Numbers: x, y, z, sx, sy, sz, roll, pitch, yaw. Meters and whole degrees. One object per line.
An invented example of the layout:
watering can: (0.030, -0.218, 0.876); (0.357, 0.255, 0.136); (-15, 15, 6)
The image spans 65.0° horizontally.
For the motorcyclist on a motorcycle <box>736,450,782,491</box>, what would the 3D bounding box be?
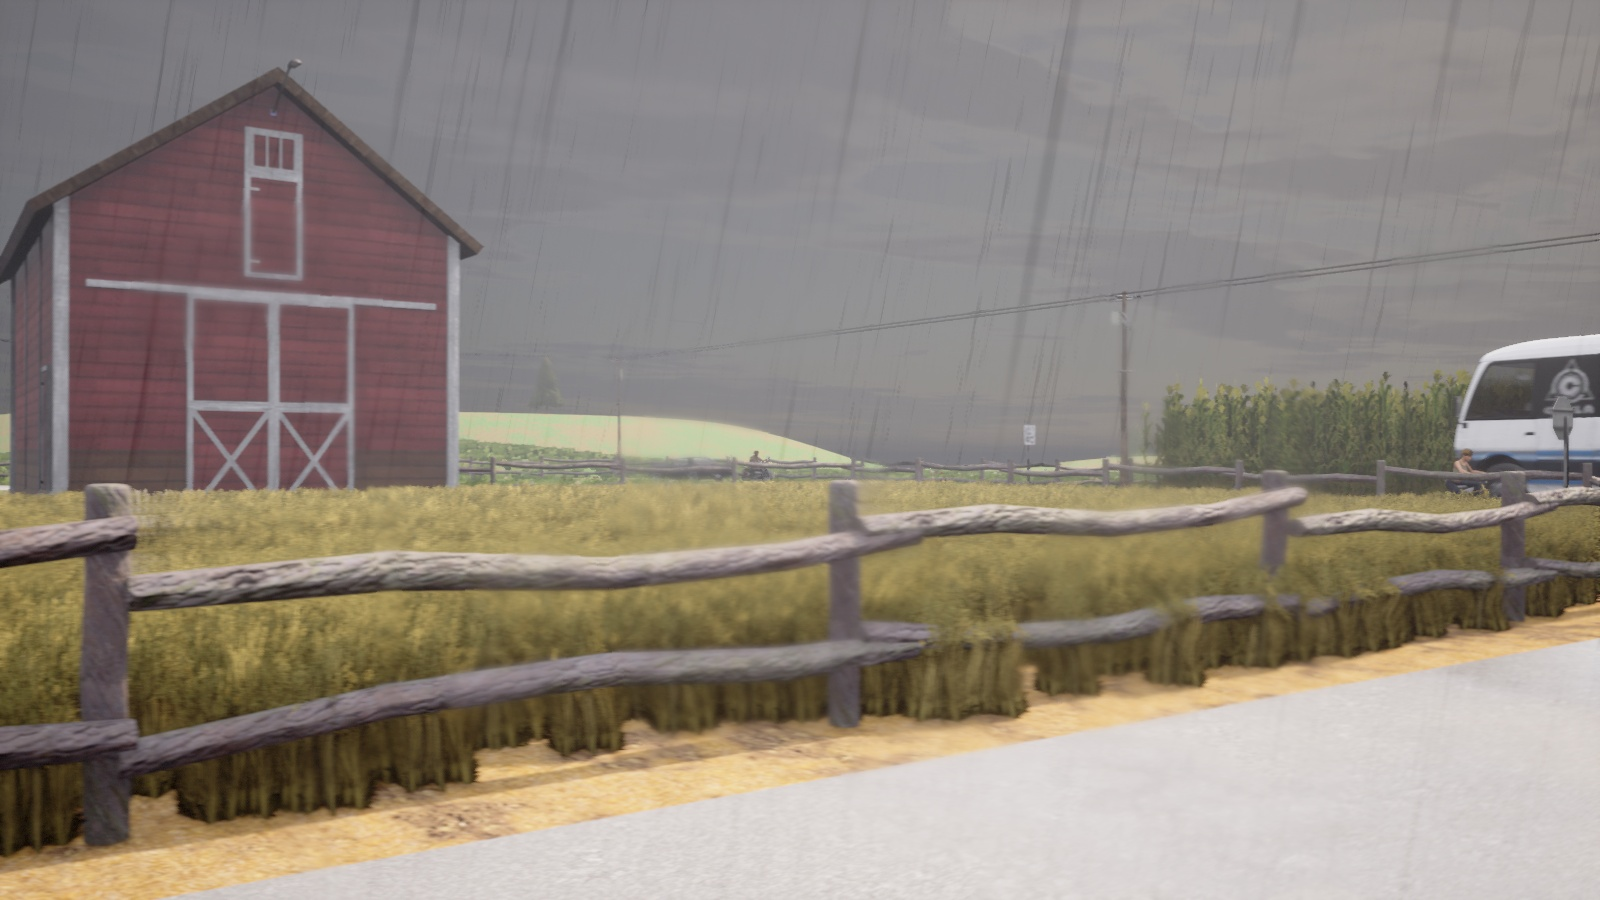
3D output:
motorcyclist on a motorcycle: (-1.716, 0.826, 52.136); (0.766, 1.649, 2.350); (0, 0, -34)

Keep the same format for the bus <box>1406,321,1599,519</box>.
bus: (19.161, -0.604, 27.638); (3.944, 4.253, 10.273); (1, -1, -25)

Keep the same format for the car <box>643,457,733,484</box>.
car: (-5.606, 1.010, 62.596); (4.718, 1.301, 1.895); (0, 0, 45)
